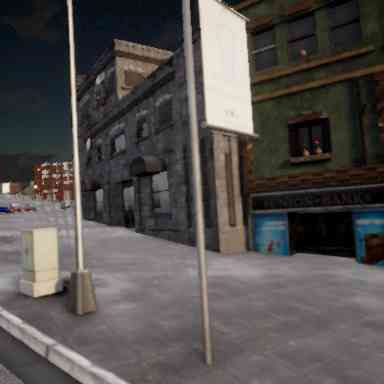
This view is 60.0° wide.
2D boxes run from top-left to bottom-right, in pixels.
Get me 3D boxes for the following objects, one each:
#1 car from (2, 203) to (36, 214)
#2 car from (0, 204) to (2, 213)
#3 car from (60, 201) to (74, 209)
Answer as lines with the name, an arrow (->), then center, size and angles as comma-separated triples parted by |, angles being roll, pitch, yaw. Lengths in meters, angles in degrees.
car -> -23.902, 2.258, 46.742 | 1.812, 1.442, 4.674 | -4, -1, 5
car -> -27.255, 2.412, 46.576 | 1.882, 1.535, 5.008 | -4, -1, 1
car -> -22.507, 2.458, 61.422 | 2.128, 1.511, 4.902 | -4, -2, 7
